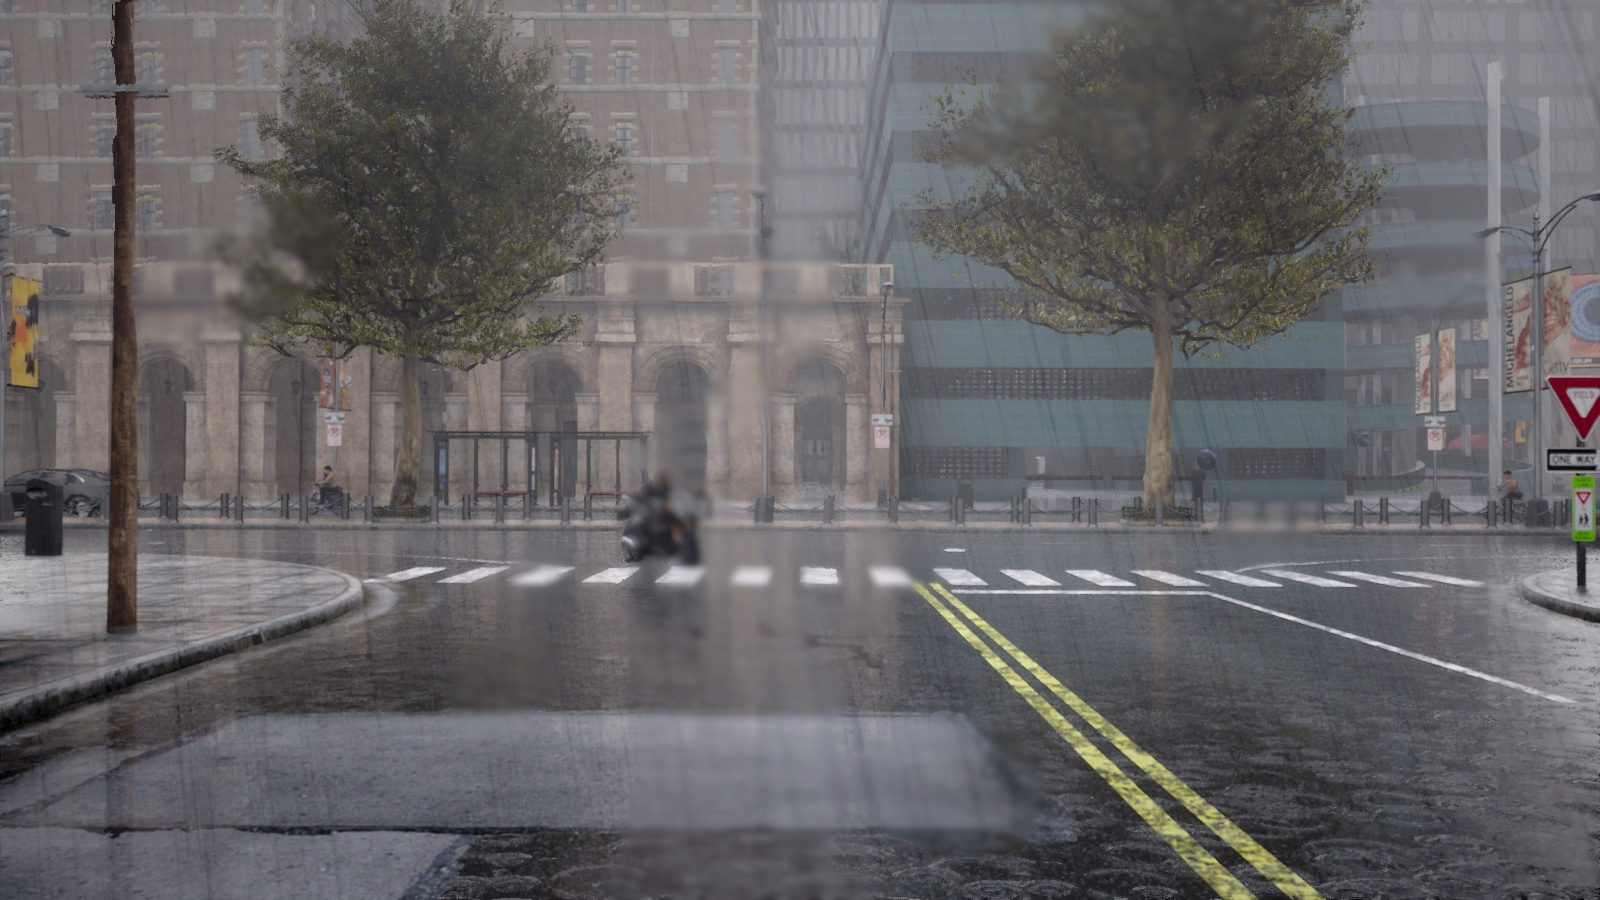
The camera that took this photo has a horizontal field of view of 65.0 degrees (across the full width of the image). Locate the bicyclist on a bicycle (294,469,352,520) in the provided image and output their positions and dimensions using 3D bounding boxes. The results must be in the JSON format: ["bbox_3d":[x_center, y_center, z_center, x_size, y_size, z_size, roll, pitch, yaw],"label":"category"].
[{"bbox_3d":[-15.311,1.416,40.341,1.509,1.612,0.866,0,-1,1],"label":"bicyclist on a bicycle"}]

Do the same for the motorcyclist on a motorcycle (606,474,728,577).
[{"bbox_3d":[-2.157,1.158,20.092,0.866,1.530,2.191,-1,0,-39],"label":"motorcyclist on a motorcycle"}]

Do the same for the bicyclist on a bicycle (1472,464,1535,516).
[{"bbox_3d":[22.293,1.259,39.817,1.509,1.612,0.866,0,-1,1],"label":"bicyclist on a bicycle"}]

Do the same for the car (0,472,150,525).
[{"bbox_3d":[-22.119,1.411,36.941,4.902,1.511,2.128,0,-1,1],"label":"car"}]
